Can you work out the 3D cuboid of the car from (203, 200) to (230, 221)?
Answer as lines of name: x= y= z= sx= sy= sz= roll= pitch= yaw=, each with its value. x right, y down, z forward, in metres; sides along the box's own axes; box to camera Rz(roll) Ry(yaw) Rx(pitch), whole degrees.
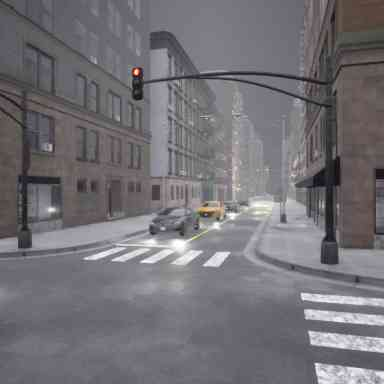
car: x=1.728 y=1.521 z=28.420 sx=1.882 sy=1.535 sz=5.008 roll=0 pitch=0 yaw=15

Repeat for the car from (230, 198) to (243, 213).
car: x=4.309 y=1.618 z=38.110 sx=1.994 sy=1.385 sz=4.181 roll=0 pitch=0 yaw=15

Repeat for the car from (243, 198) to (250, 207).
car: x=8.064 y=1.618 z=51.987 sx=2.033 sy=1.411 sz=5.357 roll=0 pitch=0 yaw=15

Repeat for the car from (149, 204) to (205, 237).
car: x=-0.849 y=1.559 z=18.697 sx=1.812 sy=1.442 sz=4.674 roll=0 pitch=0 yaw=15
